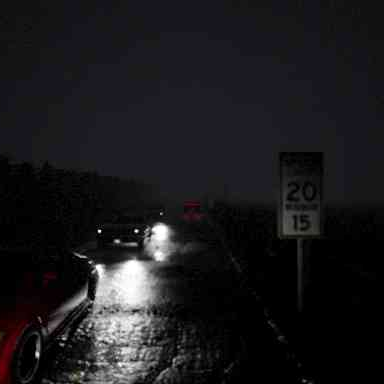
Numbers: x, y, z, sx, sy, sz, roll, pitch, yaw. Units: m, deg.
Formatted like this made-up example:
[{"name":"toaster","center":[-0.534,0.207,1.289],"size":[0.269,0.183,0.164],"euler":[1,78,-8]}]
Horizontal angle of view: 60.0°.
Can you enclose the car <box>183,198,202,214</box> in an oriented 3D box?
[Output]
[{"name":"car","center":[0.043,1.503,36.092],"size":[2.128,1.511,4.902],"euler":[0,0,0]}]

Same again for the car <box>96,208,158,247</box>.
[{"name":"car","center":[-2.874,1.597,15.040],"size":[1.895,1.301,4.718],"euler":[0,0,0]}]

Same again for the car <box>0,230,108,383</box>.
[{"name":"car","center":[-2.860,1.561,5.087],"size":[1.994,1.385,4.181],"euler":[0,0,0]}]

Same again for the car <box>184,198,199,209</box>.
[{"name":"car","center":[-0.066,1.571,47.169],"size":[2.033,1.411,5.357],"euler":[0,0,0]}]

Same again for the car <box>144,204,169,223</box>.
[{"name":"car","center":[-2.882,1.603,25.674],"size":[1.895,1.301,4.718],"euler":[0,0,0]}]
